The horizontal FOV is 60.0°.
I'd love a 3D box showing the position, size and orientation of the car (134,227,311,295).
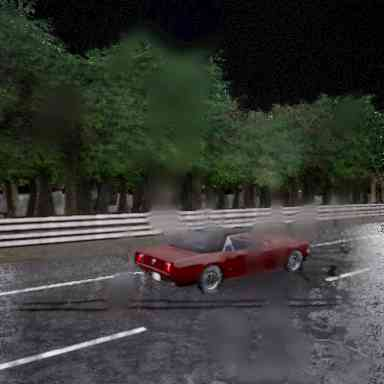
[{"bbox_3d":[1.007,1.585,8.764,4.718,1.301,1.895,-1,0,-36],"label":"car"}]
